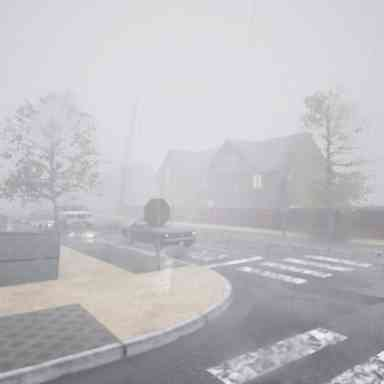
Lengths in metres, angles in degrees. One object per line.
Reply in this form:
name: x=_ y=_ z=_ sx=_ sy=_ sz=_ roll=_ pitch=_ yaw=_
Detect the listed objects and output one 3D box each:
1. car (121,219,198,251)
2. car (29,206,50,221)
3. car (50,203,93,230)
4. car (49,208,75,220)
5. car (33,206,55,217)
car: x=-1.730 y=2.017 z=16.533 sx=1.895 sy=1.301 sz=4.718 roll=0 pitch=-1 yaw=-36
car: x=-17.570 y=2.625 z=38.724 sx=1.994 sy=1.385 sz=4.181 roll=0 pitch=-1 yaw=-35
car: x=-10.168 y=1.984 z=28.323 sx=2.150 sy=2.045 sz=5.566 roll=0 pitch=-1 yaw=-33
car: x=-16.579 y=2.708 z=42.265 sx=1.895 sy=1.301 sz=4.718 roll=0 pitch=-1 yaw=-35
car: x=-22.420 y=2.892 z=50.342 sx=2.033 sy=1.411 sz=5.357 roll=0 pitch=-1 yaw=-36
